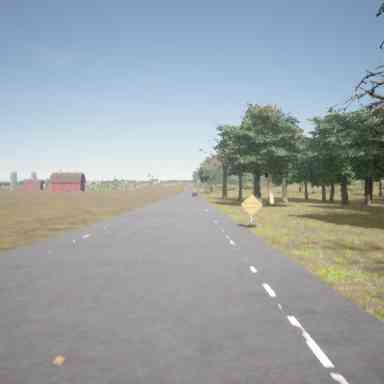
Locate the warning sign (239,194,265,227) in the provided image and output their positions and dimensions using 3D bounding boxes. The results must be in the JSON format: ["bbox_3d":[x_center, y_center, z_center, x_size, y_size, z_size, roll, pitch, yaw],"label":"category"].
[{"bbox_3d":[3.575,1.063,19.974,1.300,1.860,1.060,2,2,0],"label":"warning sign"}]
